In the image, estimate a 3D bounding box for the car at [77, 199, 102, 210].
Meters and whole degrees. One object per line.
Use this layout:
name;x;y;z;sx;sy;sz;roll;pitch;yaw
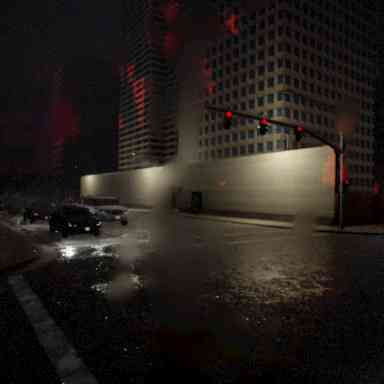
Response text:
car;-15.155;1.755;49.015;2.128;1.511;4.902;1;-1;-35

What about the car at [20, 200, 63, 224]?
car;-11.794;1.586;25.808;1.812;1.442;4.674;1;-1;-35

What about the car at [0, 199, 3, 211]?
car;-23.284;1.542;42.057;1.882;1.535;5.008;1;-1;-35

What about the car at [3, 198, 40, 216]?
car;-17.206;1.554;33.441;2.128;1.511;4.902;1;-1;-35

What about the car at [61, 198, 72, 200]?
car;-22.611;1.759;59.513;2.128;1.511;4.902;1;-1;-36

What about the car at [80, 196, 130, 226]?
car;-6.530;1.347;24.450;2.150;2.045;5.566;1;-1;-35

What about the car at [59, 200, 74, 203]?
car;-12.189;1.728;32.409;1.895;1.301;4.718;1;-1;-35

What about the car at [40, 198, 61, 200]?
car;-18.103;1.482;40.773;2.097;1.767;4.553;1;-1;-35

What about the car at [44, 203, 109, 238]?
car;-6.480;1.563;18.289;1.837;1.490;4.892;1;-1;-34
